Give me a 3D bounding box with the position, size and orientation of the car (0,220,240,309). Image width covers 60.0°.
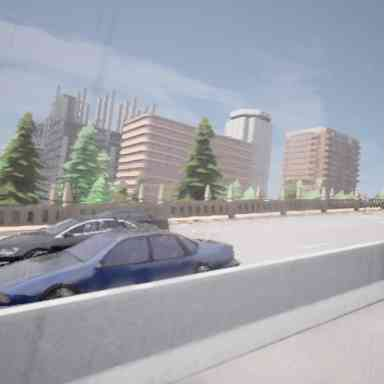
[{"bbox_3d":[-1.387,1.552,7.301,5.357,1.411,2.033,0,0,-35],"label":"car"}]

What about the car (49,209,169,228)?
[{"bbox_3d":[-3.305,1.496,10.233,4.902,1.511,2.128,0,0,-35],"label":"car"}]

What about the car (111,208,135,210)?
[{"bbox_3d":[-3.320,1.486,14.519,5.008,1.535,1.882,0,0,-35],"label":"car"}]
